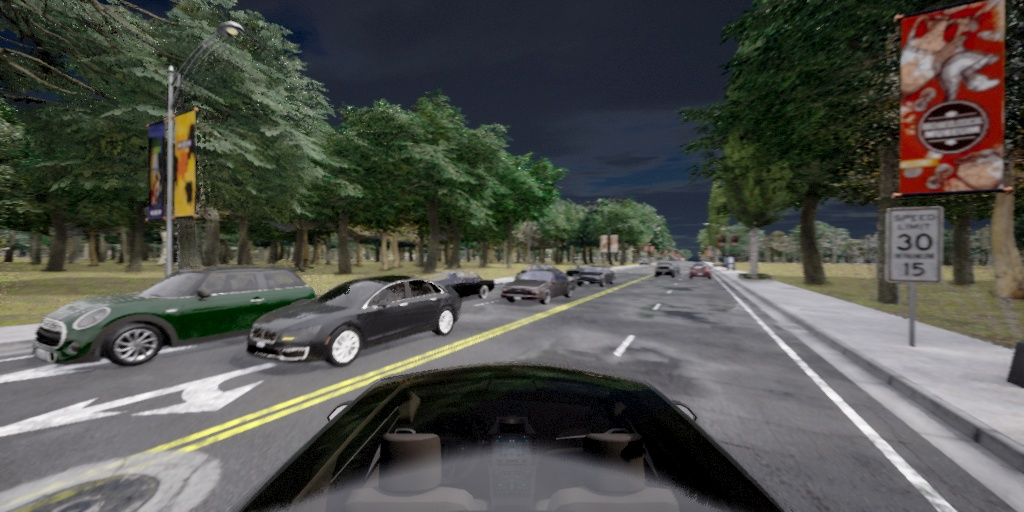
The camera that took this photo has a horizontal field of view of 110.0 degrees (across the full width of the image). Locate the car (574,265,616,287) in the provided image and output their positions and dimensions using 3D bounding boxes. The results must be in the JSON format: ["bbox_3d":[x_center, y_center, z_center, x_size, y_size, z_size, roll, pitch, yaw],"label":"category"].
[{"bbox_3d":[6.159,1.405,25.950,2.033,1.411,5.357,1,0,28],"label":"car"}]

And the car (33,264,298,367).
[{"bbox_3d":[-6.795,1.036,7.967,2.097,1.767,4.553,1,0,27],"label":"car"}]

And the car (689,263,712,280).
[{"bbox_3d":[18.733,1.544,35.730,1.812,1.442,4.674,1,0,27],"label":"car"}]

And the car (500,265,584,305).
[{"bbox_3d":[1.462,1.337,16.877,2.033,1.411,5.357,1,0,28],"label":"car"}]

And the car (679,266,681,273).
[{"bbox_3d":[21.453,1.620,48.093,2.033,1.411,5.357,1,0,29],"label":"car"}]

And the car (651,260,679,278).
[{"bbox_3d":[16.331,1.501,38.160,1.837,1.490,4.892,1,0,27],"label":"car"}]

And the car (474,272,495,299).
[{"bbox_3d":[-2.677,1.343,15.950,1.895,1.301,4.718,1,0,27],"label":"car"}]

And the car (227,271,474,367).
[{"bbox_3d":[-3.063,1.231,8.116,1.837,1.490,4.892,1,0,27],"label":"car"}]

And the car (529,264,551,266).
[{"bbox_3d":[1.888,1.300,24.776,2.128,1.511,4.902,1,0,27],"label":"car"}]

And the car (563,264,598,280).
[{"bbox_3d":[6.525,1.477,33.690,1.895,1.301,4.718,1,0,28],"label":"car"}]
